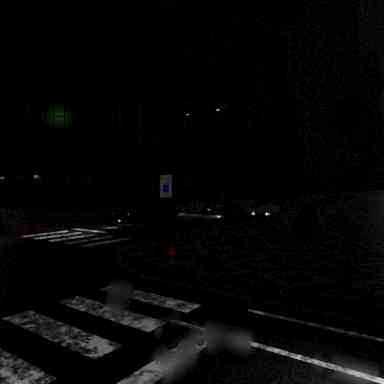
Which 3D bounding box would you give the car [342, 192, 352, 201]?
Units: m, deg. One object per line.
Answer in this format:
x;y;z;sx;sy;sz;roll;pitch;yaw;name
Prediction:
25.433;0.654;55.675;1.882;1.535;5.008;0;1;36;car

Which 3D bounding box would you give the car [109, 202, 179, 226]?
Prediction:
-2.998;1.354;21.435;1.895;1.301;4.718;0;1;36;car

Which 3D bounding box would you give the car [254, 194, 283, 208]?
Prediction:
8.728;0.962;37.796;1.882;1.535;5.008;0;1;36;car

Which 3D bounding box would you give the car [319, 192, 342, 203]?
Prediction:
19.549;0.815;47.447;1.837;1.490;4.892;0;1;36;car

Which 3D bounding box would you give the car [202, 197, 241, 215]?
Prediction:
2.744;1.147;29.444;1.812;1.442;4.674;0;1;36;car
